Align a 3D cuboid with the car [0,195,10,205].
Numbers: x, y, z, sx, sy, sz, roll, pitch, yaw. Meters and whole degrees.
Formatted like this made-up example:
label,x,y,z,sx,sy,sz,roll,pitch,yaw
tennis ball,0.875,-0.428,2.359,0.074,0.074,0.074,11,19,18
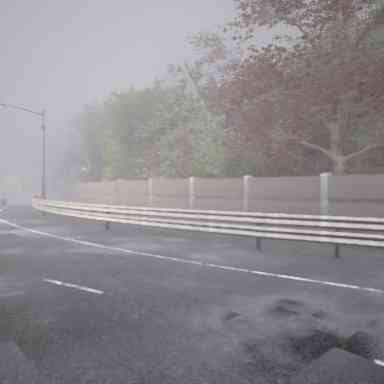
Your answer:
label,x,y,z,sx,sy,sz,roll,pitch,yaw
car,-28.648,1.254,49.704,1.812,1.442,4.674,0,-1,-23
